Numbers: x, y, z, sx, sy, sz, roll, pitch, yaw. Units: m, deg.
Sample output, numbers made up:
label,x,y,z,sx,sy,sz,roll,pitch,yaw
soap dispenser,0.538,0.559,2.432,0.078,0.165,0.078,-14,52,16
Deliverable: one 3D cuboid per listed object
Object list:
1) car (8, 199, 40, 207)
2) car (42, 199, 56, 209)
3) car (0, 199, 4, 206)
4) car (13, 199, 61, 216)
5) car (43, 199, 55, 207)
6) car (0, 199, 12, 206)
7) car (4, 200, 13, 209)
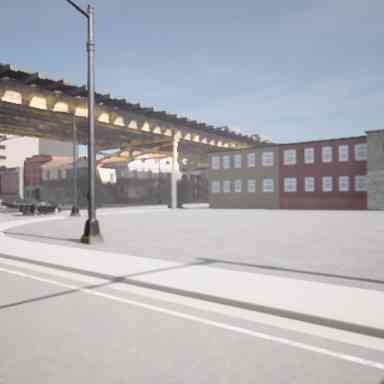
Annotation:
label,x,y,z,sx,sy,sz,roll,pitch,yaw
car,-27.990,1.889,55.515,4.536,1.218,1.853,-1,0,7
car,-24.410,2.022,56.726,2.038,1.542,4.974,0,0,-23
car,-41.253,2.100,70.522,4.536,1.218,1.853,-1,0,2
car,-17.400,1.886,38.455,2.128,1.511,4.902,-1,0,26
car,-24.432,1.865,56.774,1.853,1.218,4.536,0,0,-23
car,-41.304,2.258,70.523,4.974,1.542,2.038,-1,0,2
car,-27.937,2.046,55.509,4.974,1.542,2.038,-1,0,7
